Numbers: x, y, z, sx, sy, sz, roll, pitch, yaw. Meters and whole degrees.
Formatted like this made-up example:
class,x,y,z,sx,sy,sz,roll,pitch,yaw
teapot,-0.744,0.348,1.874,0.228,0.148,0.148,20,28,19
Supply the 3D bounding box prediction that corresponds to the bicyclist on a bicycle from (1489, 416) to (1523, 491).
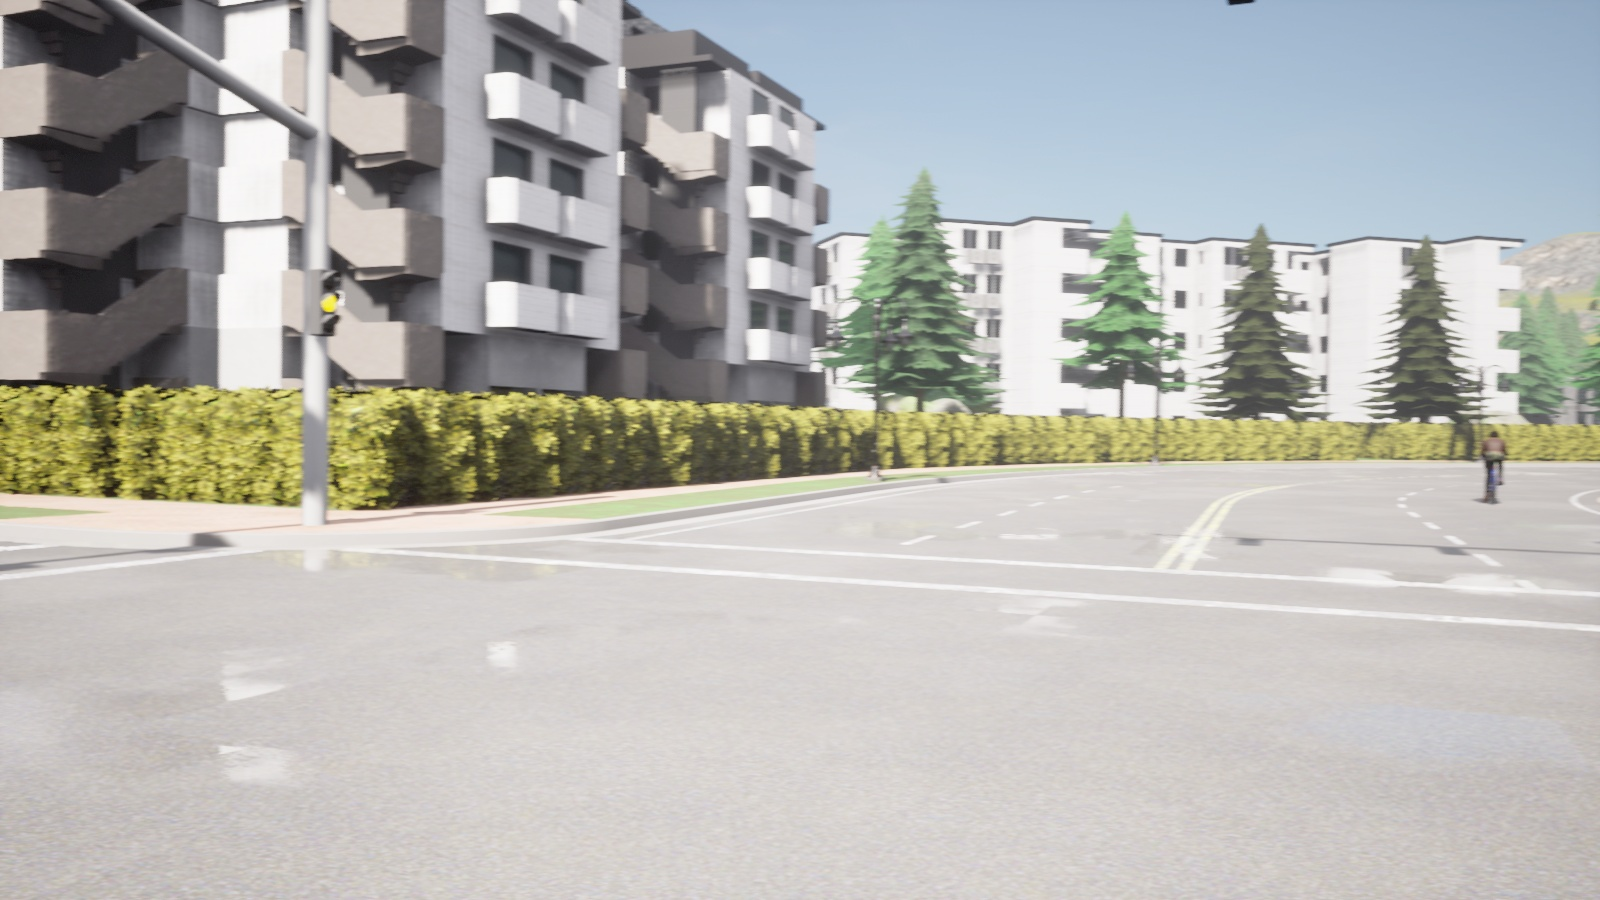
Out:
class,x,y,z,sx,sy,sz,roll,pitch,yaw
bicyclist on a bicycle,15.684,0.064,27.907,0.582,1.620,1.656,0,1,27
